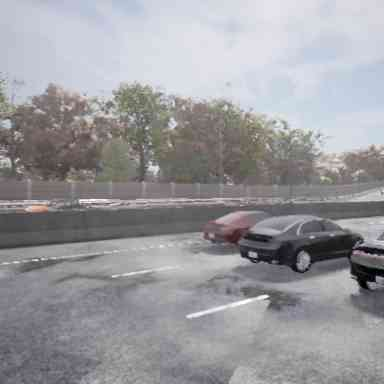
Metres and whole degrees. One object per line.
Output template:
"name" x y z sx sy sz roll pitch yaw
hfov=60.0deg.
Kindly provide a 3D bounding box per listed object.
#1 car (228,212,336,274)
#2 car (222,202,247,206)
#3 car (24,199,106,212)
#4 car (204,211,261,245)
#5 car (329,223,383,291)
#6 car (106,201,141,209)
"car" 3.667 1.501 10.664 4.892 1.490 1.837 0 0 -36
"car" 3.442 1.561 27.940 4.181 1.385 1.994 0 0 -35
"car" -8.940 1.502 23.410 4.892 1.490 1.837 0 0 -35
"car" 2.635 1.521 14.231 4.674 1.442 1.812 0 0 -35
"car" 5.651 1.487 7.779 4.902 1.511 2.128 0 0 -36
"car" -7.546 1.596 33.003 4.718 1.301 1.895 0 0 -35
